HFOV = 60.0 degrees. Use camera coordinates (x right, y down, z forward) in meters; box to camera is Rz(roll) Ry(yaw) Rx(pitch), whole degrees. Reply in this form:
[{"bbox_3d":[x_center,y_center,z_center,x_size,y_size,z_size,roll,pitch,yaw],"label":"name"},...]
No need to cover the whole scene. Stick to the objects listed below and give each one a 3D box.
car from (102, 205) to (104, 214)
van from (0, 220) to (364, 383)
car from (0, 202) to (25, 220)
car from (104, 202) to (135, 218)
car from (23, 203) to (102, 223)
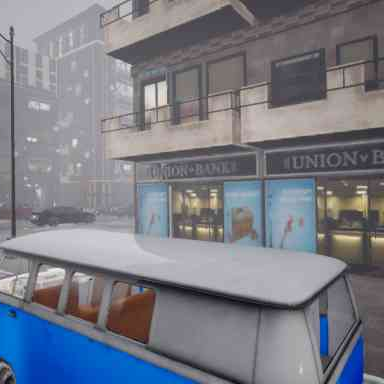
[{"bbox_3d":[-8.654,1.798,36.451,1.947,1.339,4.313,-2,-1,36],"label":"car"},{"bbox_3d":[-0.505,1.342,3.223,3.998,1.788,1.690,0,-1,36],"label":"van"},{"bbox_3d":[-15.338,1.609,27.371,1.967,1.590,4.097,-2,-1,36],"label":"car"},{"bbox_3d":[-5.247,1.663,31.299,2.033,1.411,5.357,-1,-1,36],"label":"car"},{"bbox_3d":[-8.590,1.583,22.399,1.947,1.339,4.313,-2,-1,36],"label":"car"}]
